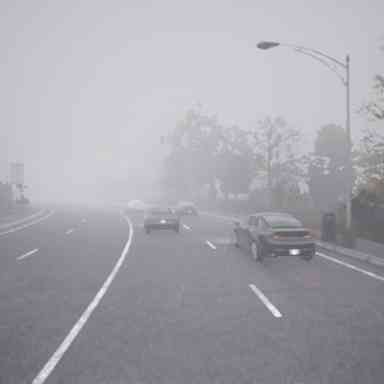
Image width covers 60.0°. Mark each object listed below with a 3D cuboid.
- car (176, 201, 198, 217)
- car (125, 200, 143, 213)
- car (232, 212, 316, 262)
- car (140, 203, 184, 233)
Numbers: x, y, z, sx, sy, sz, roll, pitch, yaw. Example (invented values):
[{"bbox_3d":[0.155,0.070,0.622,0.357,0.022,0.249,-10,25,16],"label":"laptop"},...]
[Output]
[{"bbox_3d":[-0.783,1.554,30.941,1.812,1.442,4.674,0,0,-15],"label":"car"},{"bbox_3d":[-6.322,1.571,37.177,1.812,1.442,4.674,0,0,-18],"label":"car"},{"bbox_3d":[2.769,1.506,12.143,1.837,1.490,4.892,0,0,-6],"label":"car"},{"bbox_3d":[-1.932,1.585,20.118,1.994,1.385,4.181,0,0,-10],"label":"car"}]
